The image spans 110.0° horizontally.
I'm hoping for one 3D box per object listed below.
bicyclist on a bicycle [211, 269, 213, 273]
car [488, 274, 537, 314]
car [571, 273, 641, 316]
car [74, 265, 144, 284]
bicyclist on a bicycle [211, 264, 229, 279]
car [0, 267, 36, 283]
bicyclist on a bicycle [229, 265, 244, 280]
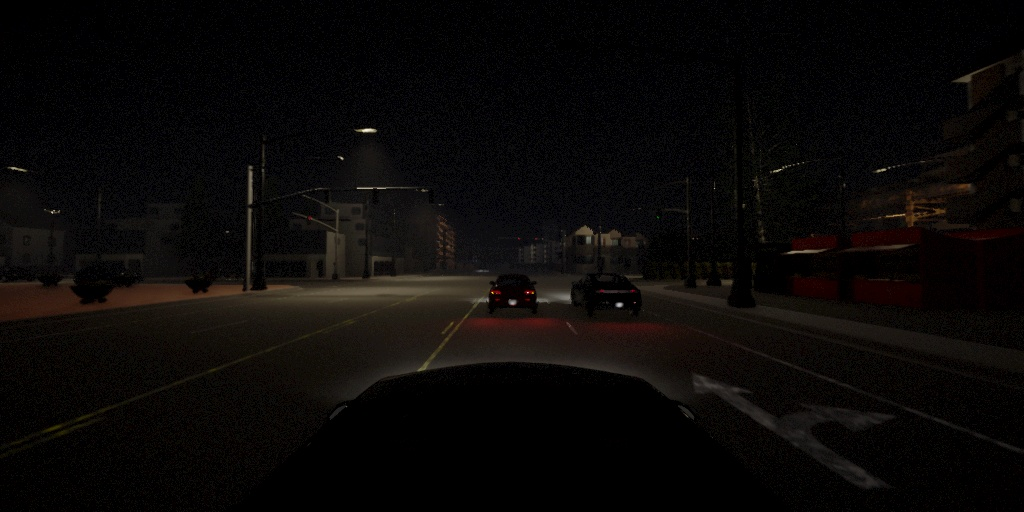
[{"bbox_3d":[-33.036,1.822,39.993,1.656,1.620,0.582,0,-1,18],"label":"bicyclist on a bicycle"},{"bbox_3d":[0.046,1.471,14.827,1.812,1.442,4.674,0,-1,1],"label":"car"},{"bbox_3d":[3.538,1.425,14.169,2.128,1.511,4.902,0,-1,1],"label":"car"},{"bbox_3d":[-35.529,1.630,31.747,4.553,1.767,2.097,0,-2,1],"label":"car"},{"bbox_3d":[-31.581,1.733,39.519,1.656,1.620,0.582,21,7,-27],"label":"bicyclist on a bicycle"},{"bbox_3d":[-50.642,1.908,36.155,4.892,1.490,1.837,0,-2,13],"label":"car"},{"bbox_3d":[-29.664,1.798,39.317,1.656,1.620,0.582,1,-2,-23],"label":"bicyclist on a bicycle"}]
